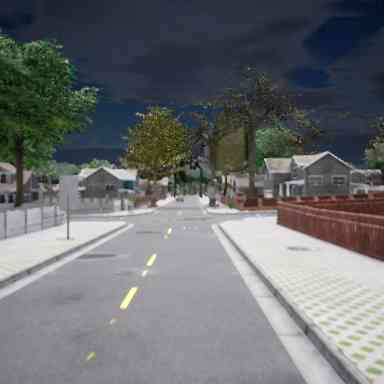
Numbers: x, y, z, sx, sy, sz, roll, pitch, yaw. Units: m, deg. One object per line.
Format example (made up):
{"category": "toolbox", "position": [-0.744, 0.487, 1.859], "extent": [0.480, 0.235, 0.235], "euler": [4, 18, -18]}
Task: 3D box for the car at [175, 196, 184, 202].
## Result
{"category": "car", "position": [-2.817, 1.677, 77.336], "extent": [2.033, 1.411, 5.357], "euler": [0, 0, 0]}
